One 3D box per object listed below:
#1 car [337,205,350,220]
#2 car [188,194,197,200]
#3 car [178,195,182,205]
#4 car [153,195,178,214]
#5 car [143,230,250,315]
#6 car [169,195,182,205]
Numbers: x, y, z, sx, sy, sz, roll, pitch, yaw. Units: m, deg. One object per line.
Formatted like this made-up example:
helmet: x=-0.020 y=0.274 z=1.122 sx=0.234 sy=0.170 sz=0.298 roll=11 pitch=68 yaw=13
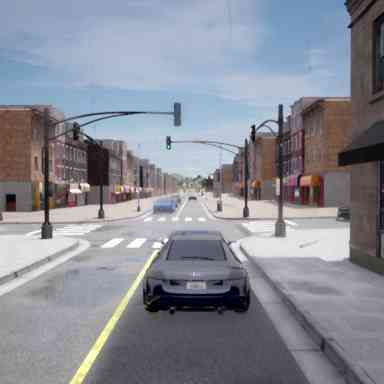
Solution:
car: x=12.198 y=1.069 z=21.892 sx=5.008 sy=1.535 sz=1.882 roll=-2 pitch=1 yaw=0
car: x=0.141 y=1.187 z=74.173 sx=1.895 sy=1.301 sz=4.718 roll=0 pitch=0 yaw=0
car: x=-2.773 y=1.305 z=44.113 sx=2.128 sy=1.511 sz=4.902 roll=0 pitch=0 yaw=0
car: x=-2.785 y=1.353 z=34.064 sx=1.882 sy=1.535 sz=5.008 roll=0 pitch=0 yaw=2
car: x=0.101 y=1.555 z=7.654 sx=1.994 sy=1.385 sz=4.181 roll=0 pitch=0 yaw=1
car: x=-2.741 y=1.240 z=55.346 sx=1.837 sy=1.490 sz=4.892 roll=0 pitch=1 yaw=0
